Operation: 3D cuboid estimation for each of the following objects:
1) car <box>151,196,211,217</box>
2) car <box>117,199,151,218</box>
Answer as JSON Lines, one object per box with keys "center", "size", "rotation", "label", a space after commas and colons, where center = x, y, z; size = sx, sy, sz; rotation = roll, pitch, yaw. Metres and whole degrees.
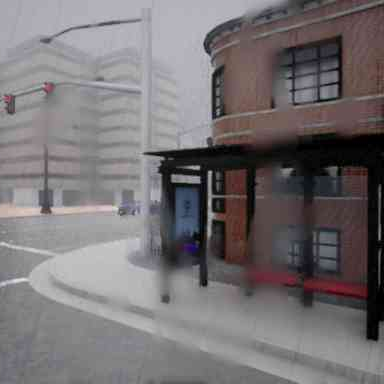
{"center": [-0.796, 1.390, 27.750], "size": [1.882, 1.535, 5.008], "rotation": [0, 0, 36], "label": "car"}
{"center": [-4.302, 1.371, 29.153], "size": [1.882, 1.535, 5.008], "rotation": [0, 0, 35], "label": "car"}
